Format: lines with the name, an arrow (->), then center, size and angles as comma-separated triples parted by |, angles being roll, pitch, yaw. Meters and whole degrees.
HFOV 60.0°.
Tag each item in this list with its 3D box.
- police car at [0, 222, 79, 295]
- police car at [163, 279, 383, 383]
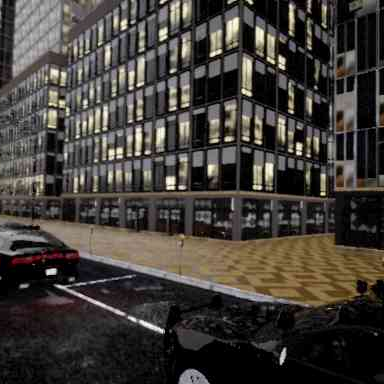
police car -> -5.272, 1.811, 10.044 | 1.930, 1.638, 5.238 | 4, -4, -45
police car -> 1.758, 1.617, 2.935 | 1.930, 1.638, 5.238 | 4, -4, -45
